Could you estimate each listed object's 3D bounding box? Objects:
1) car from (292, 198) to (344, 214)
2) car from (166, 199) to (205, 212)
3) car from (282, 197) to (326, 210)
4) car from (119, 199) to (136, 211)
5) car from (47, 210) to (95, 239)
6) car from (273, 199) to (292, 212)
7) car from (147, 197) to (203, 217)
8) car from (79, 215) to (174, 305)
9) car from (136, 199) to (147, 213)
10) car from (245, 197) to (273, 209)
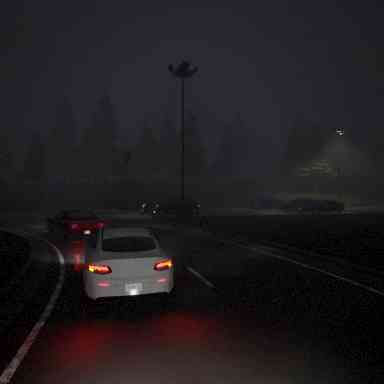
[{"bbox_3d":[13.399,1.491,34.605,4.902,1.511,2.128,0,0,-14],"label":"car"},{"bbox_3d":[-0.778,1.565,38.362,4.181,1.385,1.994,0,0,-14],"label":"car"},{"bbox_3d":[14.066,1.477,41.970,5.008,1.535,1.882,0,0,-14],"label":"car"},{"bbox_3d":[-6.805,1.564,40.499,4.181,1.385,1.994,0,0,-14],"label":"car"},{"bbox_3d":[-6.180,1.601,17.414,1.895,1.301,4.718,0,0,-35],"label":"car"},{"bbox_3d":[12.211,1.504,37.918,4.892,1.490,1.837,0,0,-14],"label":"car"},{"bbox_3d":[-1.537,1.352,30.973,4.553,1.767,2.097,0,0,-14],"label":"car"},{"bbox_3d":[-1.664,1.526,8.124,1.812,1.442,4.674,0,0,-16],"label":"car"},{"bbox_3d":[-3.093,1.352,34.196,4.553,1.767,2.097,0,0,-14],"label":"car"},{"bbox_3d":[9.590,1.477,44.485,5.008,1.535,1.882,0,0,-14],"label":"car"}]
